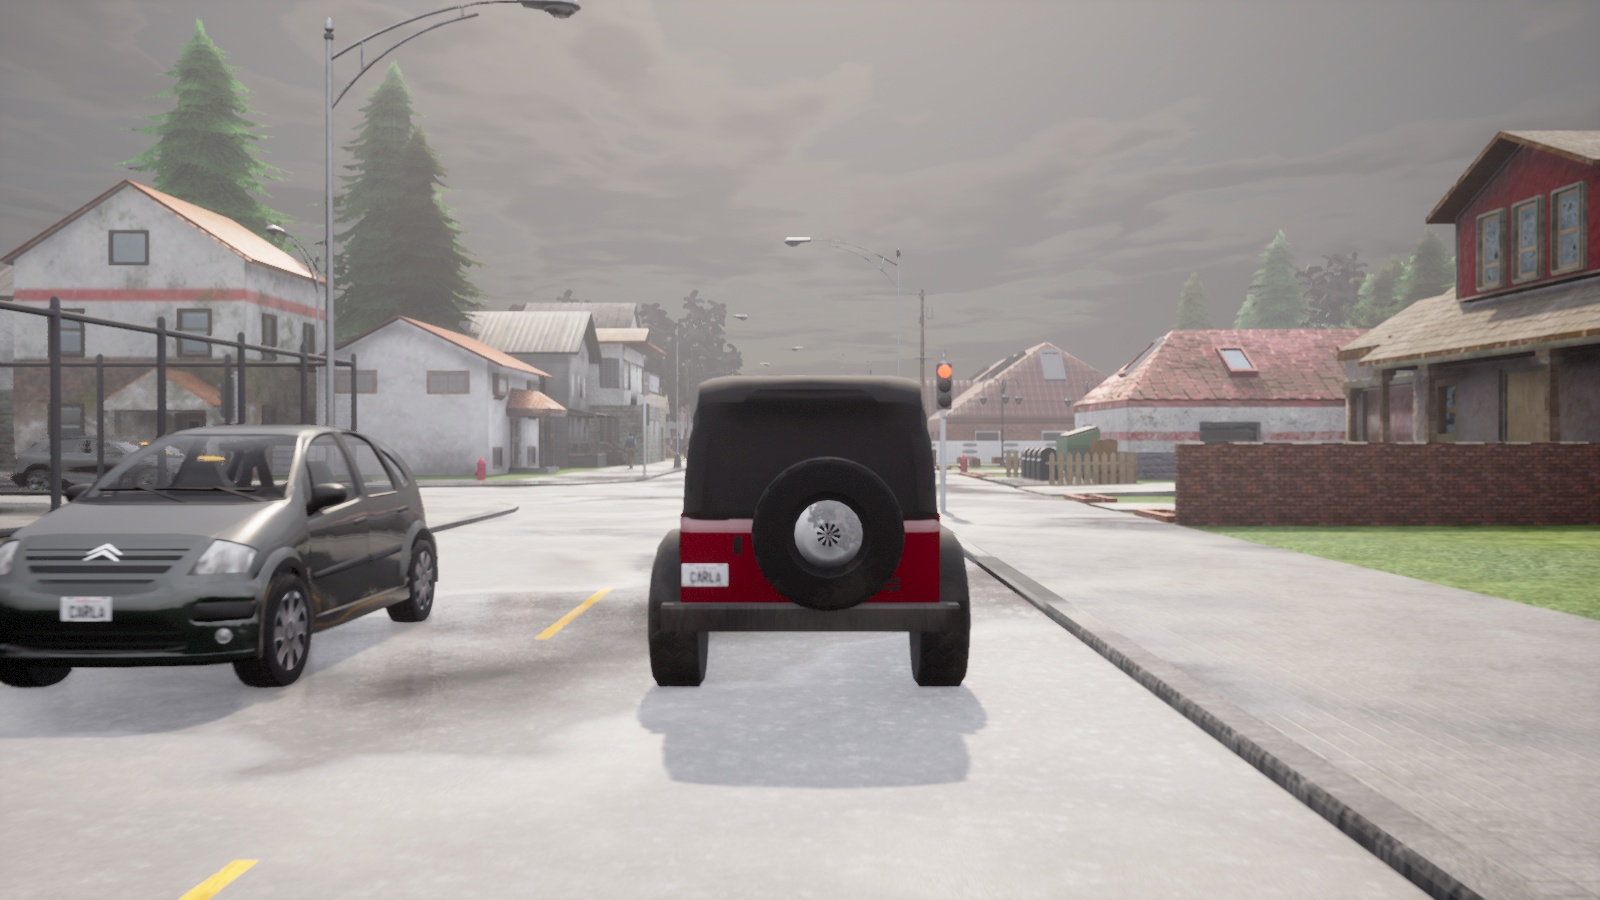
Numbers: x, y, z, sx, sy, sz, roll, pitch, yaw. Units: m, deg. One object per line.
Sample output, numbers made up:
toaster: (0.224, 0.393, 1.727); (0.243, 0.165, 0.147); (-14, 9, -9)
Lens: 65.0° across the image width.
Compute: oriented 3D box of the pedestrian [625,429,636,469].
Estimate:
pedestrian: (-8.254, -0.057, 61.245); (0.423, 1.949, 0.788); (0, 0, -1)

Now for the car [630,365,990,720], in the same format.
car: (0.060, 0.471, 8.585); (1.905, 1.878, 3.866); (0, 1, 0)

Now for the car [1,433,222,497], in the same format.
car: (-18.488, 0.382, 33.862); (4.856, 1.649, 2.033); (0, 0, 1)

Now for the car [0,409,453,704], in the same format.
car: (-3.941, 0.568, 8.881); (1.851, 1.617, 3.988); (0, 0, 0)

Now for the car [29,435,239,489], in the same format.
car: (-20.024, 0.355, 37.873); (5.366, 1.575, 1.801); (0, 0, 0)
